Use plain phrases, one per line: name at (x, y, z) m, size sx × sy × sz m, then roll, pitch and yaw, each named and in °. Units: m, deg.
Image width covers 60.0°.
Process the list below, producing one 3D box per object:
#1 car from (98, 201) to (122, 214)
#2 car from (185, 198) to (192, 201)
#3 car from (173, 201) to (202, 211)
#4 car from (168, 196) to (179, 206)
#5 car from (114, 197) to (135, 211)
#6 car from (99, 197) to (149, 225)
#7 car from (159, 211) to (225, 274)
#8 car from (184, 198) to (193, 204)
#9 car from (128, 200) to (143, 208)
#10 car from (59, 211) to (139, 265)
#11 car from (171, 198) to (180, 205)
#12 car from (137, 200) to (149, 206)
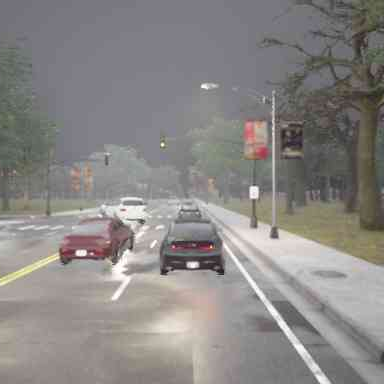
car at (-10.285, 1.958, 42.036) m, size 1.812 × 1.442 × 4.674 m, roll 0°, pitch -1°, yaw 0°
car at (-0.756, 2.283, 71.720) m, size 2.033 × 1.411 × 5.357 m, roll 0°, pitch -1°, yaw -1°
car at (-0.192, 1.762, 26.903) m, size 2.128 × 1.511 × 4.902 m, roll 0°, pitch 0°, yaw 0°
car at (-4.013, 1.981, 72.462) m, size 2.150 × 2.045 × 5.566 m, roll 0°, pitch -1°, yaw -1°
car at (-10.377, 1.757, 51.840) m, size 2.150 × 2.045 × 5.566 m, roll 0°, pitch -1°, yaw 0°
car at (-5.485, 1.492, 26.466) m, size 2.150 × 2.045 × 5.566 m, roll 2°, pitch -1°, yaw -30°
car at (-0.004, 1.615, 10.898) m, size 1.837 × 1.490 × 4.892 m, roll 0°, pitch 0°, yaw -1°
car at (-0.868, 2.269, 82.244) m, size 2.128 × 1.511 × 4.902 m, roll 0°, pitch -1°, yaw -1°
car at (-10.423, 2.244, 61.718) m, size 1.895 × 1.301 × 4.718 m, roll 0°, pitch -1°, yaw 0°
car at (-3.271, 1.649, 12.068) m, size 1.812 × 1.442 × 4.674 m, roll 0°, pitch 0°, yaw -1°
car at (-4.126, 2.351, 82.934) m, size 1.882 × 1.535 × 5.008 m, roll 0°, pitch -1°, yaw -1°
car at (-10.509, 2.322, 72.035) m, size 1.895 × 1.301 × 4.718 m, roll 0°, pitch -1°, yaw -1°
